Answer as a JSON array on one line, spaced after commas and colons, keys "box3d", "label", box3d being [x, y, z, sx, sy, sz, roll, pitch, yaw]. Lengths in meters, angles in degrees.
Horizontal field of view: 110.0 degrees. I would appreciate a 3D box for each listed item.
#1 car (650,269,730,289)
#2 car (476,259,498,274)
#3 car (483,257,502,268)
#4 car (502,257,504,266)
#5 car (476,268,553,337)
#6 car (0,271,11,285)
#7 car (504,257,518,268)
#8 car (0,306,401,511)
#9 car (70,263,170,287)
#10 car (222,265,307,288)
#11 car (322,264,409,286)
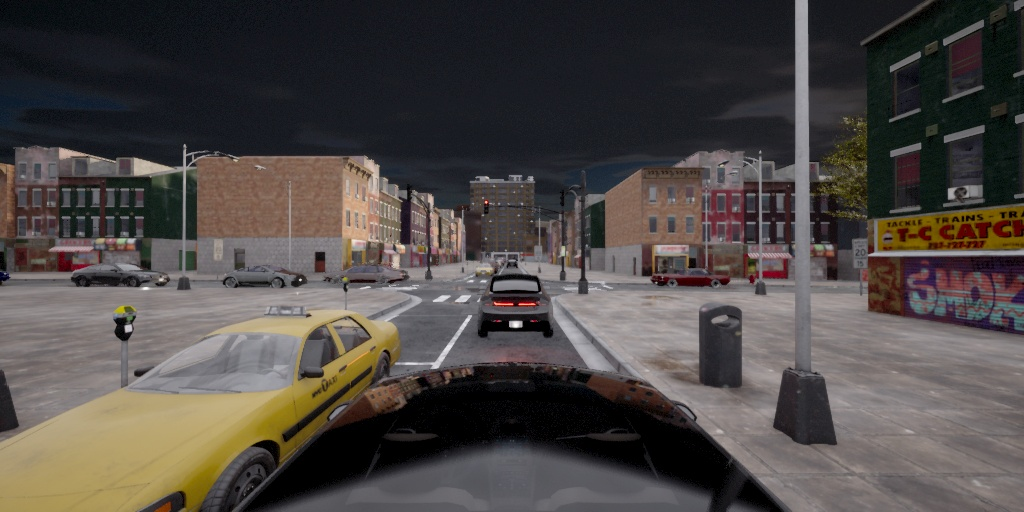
[{"box3d": [11.955, 1.512, 24.308, 4.718, 1.301, 1.895, 1, 0, -3], "label": "car"}, {"box3d": [-2.678, 1.302, 35.894, 1.751, 1.417, 4.829, 0, 0, 0], "label": "car"}, {"box3d": [-2.685, 1.100, 41.507, 2.192, 1.841, 5.009, 0, 0, 0], "label": "car"}, {"box3d": [-2.710, 1.358, 63.112, 1.751, 1.417, 4.829, 0, 0, 0], "label": "car"}, {"box3d": [0.086, 1.257, 10.320, 1.837, 1.490, 4.892, 0, 0, 0], "label": "car"}, {"box3d": [-32.919, 1.144, 21.071, 4.718, 1.301, 1.895, 0, 0, 0], "label": "car"}, {"box3d": [0.028, 1.309, 62.550, 1.882, 1.535, 5.008, 0, -1, 0], "label": "car"}, {"box3d": [-2.640, 1.275, 3.937, 1.751, 1.417, 4.829, 0, 0, 0], "label": "car"}, {"box3d": [-23.022, 1.120, 21.133, 4.674, 1.442, 1.812, 0, 0, 0], "label": "car"}, {"box3d": [-14.501, 1.220, 21.183, 4.181, 1.385, 1.994, 0, 0, 0], "label": "car"}, {"box3d": [-9.751, 1.253, 24.162, 5.357, 1.411, 2.033, 0, 0, 0], "label": "car"}]
